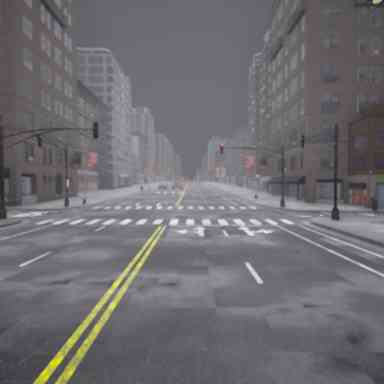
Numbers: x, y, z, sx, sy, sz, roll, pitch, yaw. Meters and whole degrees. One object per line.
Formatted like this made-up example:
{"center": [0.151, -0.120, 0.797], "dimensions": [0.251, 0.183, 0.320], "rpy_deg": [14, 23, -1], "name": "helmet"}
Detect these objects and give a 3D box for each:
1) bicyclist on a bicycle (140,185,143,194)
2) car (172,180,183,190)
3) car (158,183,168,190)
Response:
{"center": [-8.787, -0.353, 57.951], "dimensions": [0.659, 1.776, 1.843], "rpy_deg": [0, 2, 0], "name": "bicyclist on a bicycle"}
{"center": [-3.297, -1.610, 74.851], "dimensions": [2.150, 2.045, 5.566], "rpy_deg": [0, 3, 0], "name": "car"}
{"center": [-6.547, -1.359, 74.890], "dimensions": [1.882, 1.535, 5.008], "rpy_deg": [0, 3, 0], "name": "car"}
